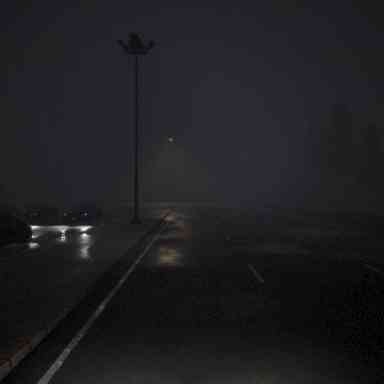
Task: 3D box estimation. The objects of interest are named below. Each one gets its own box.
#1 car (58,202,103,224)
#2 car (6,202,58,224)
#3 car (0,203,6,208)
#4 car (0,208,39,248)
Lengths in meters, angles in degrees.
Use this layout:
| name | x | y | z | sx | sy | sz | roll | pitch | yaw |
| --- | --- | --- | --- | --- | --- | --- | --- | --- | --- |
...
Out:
| name | x | y | z | sx | sy | sz | roll | pitch | yaw |
| --- | --- | --- | --- | --- | --- | --- | --- | --- | --- |
| car | -8.002 | 1.516 | 24.846 | 1.812 | 1.442 | 4.674 | 0 | 0 | 0 |
| car | -11.502 | 1.516 | 24.846 | 1.812 | 1.442 | 4.674 | 0 | 0 | 0 |
| car | -15.002 | 1.553 | 24.846 | 2.033 | 1.411 | 5.357 | 0 | 0 | 0 |
| car | -8.048 | 1.539 | 12.964 | 1.994 | 1.385 | 4.181 | 0 | 0 | 1 |
